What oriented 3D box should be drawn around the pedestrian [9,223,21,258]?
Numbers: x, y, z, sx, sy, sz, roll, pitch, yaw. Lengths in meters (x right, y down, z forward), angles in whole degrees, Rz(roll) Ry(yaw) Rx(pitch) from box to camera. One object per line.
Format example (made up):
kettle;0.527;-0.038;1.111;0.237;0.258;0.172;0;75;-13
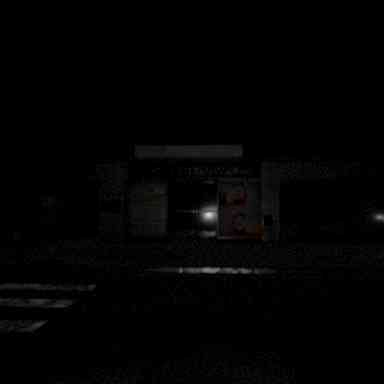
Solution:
pedestrian;-5.804;1.612;10.998;0.500;1.100;0.500;0;0;5
